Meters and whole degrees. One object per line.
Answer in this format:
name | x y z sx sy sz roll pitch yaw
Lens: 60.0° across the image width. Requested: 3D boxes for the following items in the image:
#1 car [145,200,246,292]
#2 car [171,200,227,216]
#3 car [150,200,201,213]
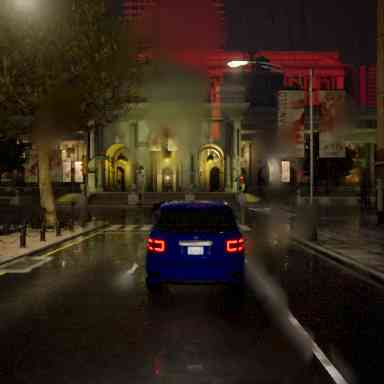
car | 0.100 1.221 9.089 2.150 2.045 5.566 0 0 1
car | 0.678 1.546 32.686 5.357 1.411 2.033 0 0 0
car | -1.769 1.547 36.205 5.357 1.411 2.033 0 0 1
